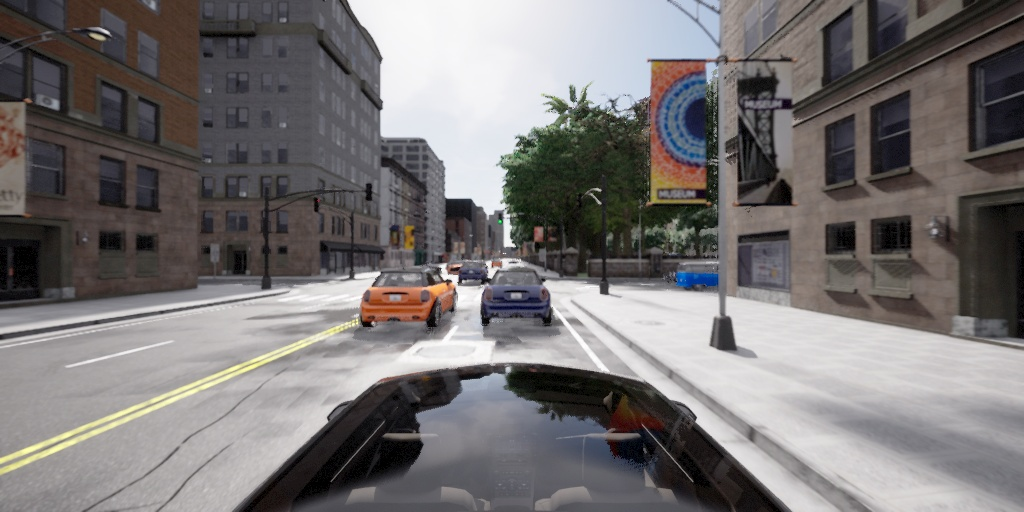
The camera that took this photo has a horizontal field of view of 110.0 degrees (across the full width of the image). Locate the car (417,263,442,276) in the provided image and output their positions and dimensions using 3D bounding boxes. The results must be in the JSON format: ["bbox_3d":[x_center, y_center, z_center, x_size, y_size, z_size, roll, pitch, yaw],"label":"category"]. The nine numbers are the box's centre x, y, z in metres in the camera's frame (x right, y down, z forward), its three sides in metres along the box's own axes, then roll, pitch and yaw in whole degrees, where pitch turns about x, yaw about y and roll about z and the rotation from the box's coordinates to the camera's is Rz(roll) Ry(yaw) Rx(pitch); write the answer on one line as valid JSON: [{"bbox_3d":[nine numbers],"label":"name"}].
[{"bbox_3d":[-9.735,1.564,42.829,1.895,1.301,4.718,0,0,0],"label":"car"}]

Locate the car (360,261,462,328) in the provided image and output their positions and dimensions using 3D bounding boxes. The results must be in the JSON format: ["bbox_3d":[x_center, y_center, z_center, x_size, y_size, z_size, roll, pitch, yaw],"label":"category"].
[{"bbox_3d":[-3.128,1.158,11.754,2.097,1.767,4.553,0,0,0],"label":"car"}]

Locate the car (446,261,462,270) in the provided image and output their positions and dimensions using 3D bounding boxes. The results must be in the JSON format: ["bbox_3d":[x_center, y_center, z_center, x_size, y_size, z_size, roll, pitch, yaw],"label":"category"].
[{"bbox_3d":[-9.650,1.545,59.702,1.837,1.490,4.892,0,-1,1],"label":"car"}]

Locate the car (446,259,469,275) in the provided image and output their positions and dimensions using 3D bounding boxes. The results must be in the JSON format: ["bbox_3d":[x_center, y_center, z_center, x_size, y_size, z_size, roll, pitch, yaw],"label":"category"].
[{"bbox_3d":[-6.483,1.317,43.269,2.097,1.767,4.553,0,0,0],"label":"car"}]

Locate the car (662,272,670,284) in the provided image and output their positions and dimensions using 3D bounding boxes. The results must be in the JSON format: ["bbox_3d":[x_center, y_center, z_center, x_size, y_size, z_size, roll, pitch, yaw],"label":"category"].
[{"bbox_3d":[14.162,1.492,27.851,4.674,1.442,1.812,0,0,1],"label":"car"}]

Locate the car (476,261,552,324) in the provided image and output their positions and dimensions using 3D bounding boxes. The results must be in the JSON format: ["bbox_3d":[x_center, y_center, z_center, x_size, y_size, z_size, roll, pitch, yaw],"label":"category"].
[{"bbox_3d":[0.125,1.160,12.297,2.097,1.767,4.553,0,0,0],"label":"car"}]

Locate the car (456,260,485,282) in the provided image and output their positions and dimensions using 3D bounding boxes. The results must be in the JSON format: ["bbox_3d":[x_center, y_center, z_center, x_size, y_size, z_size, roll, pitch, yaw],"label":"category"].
[{"bbox_3d":[-3.079,1.244,29.257,2.097,1.767,4.553,0,0,0],"label":"car"}]

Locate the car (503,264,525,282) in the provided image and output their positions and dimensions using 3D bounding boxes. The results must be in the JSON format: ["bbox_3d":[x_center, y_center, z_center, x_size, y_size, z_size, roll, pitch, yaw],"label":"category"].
[{"bbox_3d":[0.176,1.435,31.775,1.812,1.442,4.674,0,0,0],"label":"car"}]

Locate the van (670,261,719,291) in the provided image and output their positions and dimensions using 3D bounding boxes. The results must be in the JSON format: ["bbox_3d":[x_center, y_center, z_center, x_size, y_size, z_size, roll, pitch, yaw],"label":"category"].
[{"bbox_3d":[12.210,1.264,21.921,3.998,1.789,1.690,0,0,1],"label":"van"}]
